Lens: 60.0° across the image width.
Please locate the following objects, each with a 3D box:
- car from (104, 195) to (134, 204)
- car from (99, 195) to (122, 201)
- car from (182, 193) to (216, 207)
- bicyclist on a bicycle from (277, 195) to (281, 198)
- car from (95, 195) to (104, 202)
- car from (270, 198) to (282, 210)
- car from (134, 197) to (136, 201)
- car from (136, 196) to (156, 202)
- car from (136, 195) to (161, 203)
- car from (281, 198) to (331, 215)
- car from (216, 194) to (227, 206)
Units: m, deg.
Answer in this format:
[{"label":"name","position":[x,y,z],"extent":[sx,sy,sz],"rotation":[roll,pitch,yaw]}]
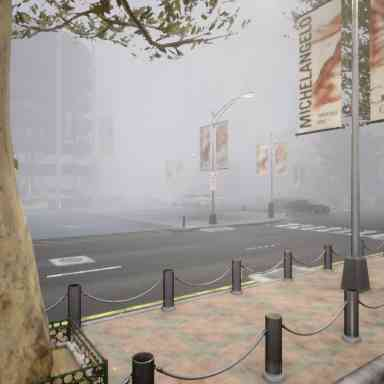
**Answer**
[{"label":"car","position":[-14.588,1.507,66.293],"extent":[4.892,1.490,1.837],"rotation":[-1,0,30]},{"label":"car","position":[-19.495,1.418,79.685],"extent":[5.008,1.535,1.882],"rotation":[0,0,12]},{"label":"car","position":[0.603,1.218,50.758],"extent":[2.150,2.045,5.566],"rotation":[0,0,-36]},{"label":"bicyclist on a bicycle","position":[15.756,1.300,60.497],"extent":[1.656,1.620,0.582],"rotation":[0,0,-36]},{"label":"car","position":[-20.459,1.450,76.320],"extent":[4.892,1.490,1.837],"rotation":[0,0,12]},{"label":"car","position":[11.851,1.492,40.944],"extent":[2.128,1.511,4.902],"rotation":[0,0,-35]},{"label":"car","position":[-11.219,1.355,72.603],"extent":[4.553,1.767,2.097],"rotation":[0,0,26]},{"label":"car","position":[-10.472,1.552,76.159],"extent":[4.181,1.385,1.994],"rotation":[0,0,26]},{"label":"car","position":[-8.409,1.601,66.415],"extent":[4.718,1.301,1.895],"rotation":[0,0,38]},{"label":"car","position":[11.733,1.476,33.671],"extent":[1.882,1.535,5.008],"rotation":[1,0,-24]},{"label":"car","position":[3.138,1.221,53.238],"extent":[2.150,2.045,5.566],"rotation":[0,0,-36]}]
